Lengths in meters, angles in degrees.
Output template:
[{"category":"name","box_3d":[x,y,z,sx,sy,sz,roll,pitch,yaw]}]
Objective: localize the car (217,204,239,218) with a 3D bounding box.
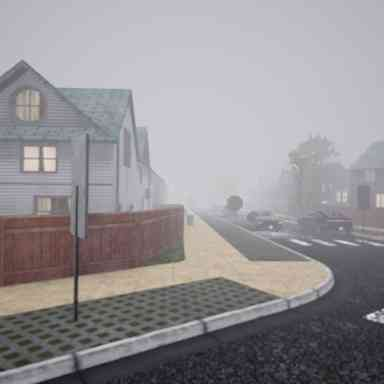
[{"category":"car","box_3d":[4.664,2.462,41.334,1.837,1.490,4.892,1,-2,-2]}]

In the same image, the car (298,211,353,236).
[{"category":"car","box_3d":[8.331,1.926,21.232,2.128,1.511,4.902,1,-2,-2]}]

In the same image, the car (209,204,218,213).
[{"category":"car","box_3d":[4.157,2.853,58.921,2.097,1.767,4.553,1,-2,-2]}]

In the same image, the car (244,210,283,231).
[{"category":"car","box_3d":[5.219,2.053,24.976,2.033,1.411,5.357,1,-2,-2]}]
